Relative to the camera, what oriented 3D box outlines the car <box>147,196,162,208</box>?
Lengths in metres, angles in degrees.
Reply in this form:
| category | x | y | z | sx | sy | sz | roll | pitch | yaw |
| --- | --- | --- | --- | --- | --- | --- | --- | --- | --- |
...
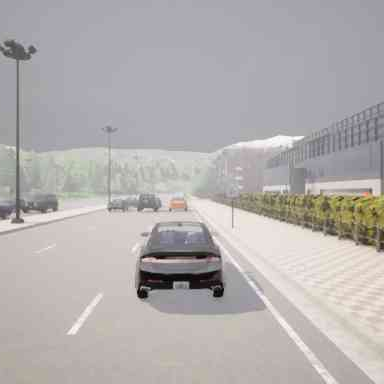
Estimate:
| category | x | y | z | sx | sy | sz | roll | pitch | yaw |
| --- | --- | --- | --- | --- | --- | --- | --- | --- | --- |
| car | -5.498 | 1.473 | 49.575 | 1.882 | 1.535 | 5.008 | 0 | 0 | -2 |

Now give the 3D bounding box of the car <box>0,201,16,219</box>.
| category | x | y | z | sx | sy | sz | roll | pitch | yaw |
| --- | --- | --- | --- | --- | --- | --- | --- | --- | --- |
| car | -16.184 | 1.598 | 26.146 | 1.895 | 1.301 | 4.718 | 0 | 0 | -2 |

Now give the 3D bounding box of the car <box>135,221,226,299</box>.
| category | x | y | z | sx | sy | sz | roll | pitch | yaw |
| --- | --- | --- | --- | --- | --- | --- | --- | --- | --- |
| car | -0.307 | 1.491 | 8.496 | 2.128 | 1.511 | 4.902 | 0 | 0 | -3 |

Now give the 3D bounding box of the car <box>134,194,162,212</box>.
| category | x | y | z | sx | sy | sz | roll | pitch | yaw |
| --- | --- | --- | --- | --- | --- | --- | --- | --- | --- |
| car | -5.091 | 1.218 | 38.895 | 2.150 | 2.045 | 5.566 | 0 | 0 | -2 |

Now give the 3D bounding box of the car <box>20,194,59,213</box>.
| category | x | y | z | sx | sy | sz | roll | pitch | yaw |
| --- | --- | --- | --- | --- | --- | --- | --- | --- | --- |
| car | -16.570 | 1.218 | 36.631 | 2.150 | 2.045 | 5.566 | 0 | 0 | -3 |

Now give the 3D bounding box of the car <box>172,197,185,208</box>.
| category | x | y | z | sx | sy | sz | roll | pitch | yaw |
| --- | --- | --- | --- | --- | --- | --- | --- | --- | --- |
| car | -2.002 | 1.500 | 49.736 | 1.837 | 1.490 | 4.892 | 0 | 0 | -2 |

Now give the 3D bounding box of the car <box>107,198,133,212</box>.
| category | x | y | z | sx | sy | sz | roll | pitch | yaw |
| --- | --- | --- | --- | --- | --- | --- | --- | --- | --- |
| car | -8.603 | 1.544 | 39.147 | 2.033 | 1.411 | 5.357 | 0 | 0 | -2 |

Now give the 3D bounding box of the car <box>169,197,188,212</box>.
| category | x | y | z | sx | sy | sz | roll | pitch | yaw |
| --- | --- | --- | --- | --- | --- | --- | --- | --- | --- |
| car | -1.618 | 1.348 | 39.687 | 2.097 | 1.767 | 4.553 | 0 | 0 | -2 |

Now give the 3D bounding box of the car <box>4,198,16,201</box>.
| category | x | y | z | sx | sy | sz | roll | pitch | yaw |
| --- | --- | --- | --- | --- | --- | --- | --- | --- | --- |
| car | -20.088 | 1.498 | 37.154 | 1.837 | 1.490 | 4.892 | 0 | 1 | -2 |
